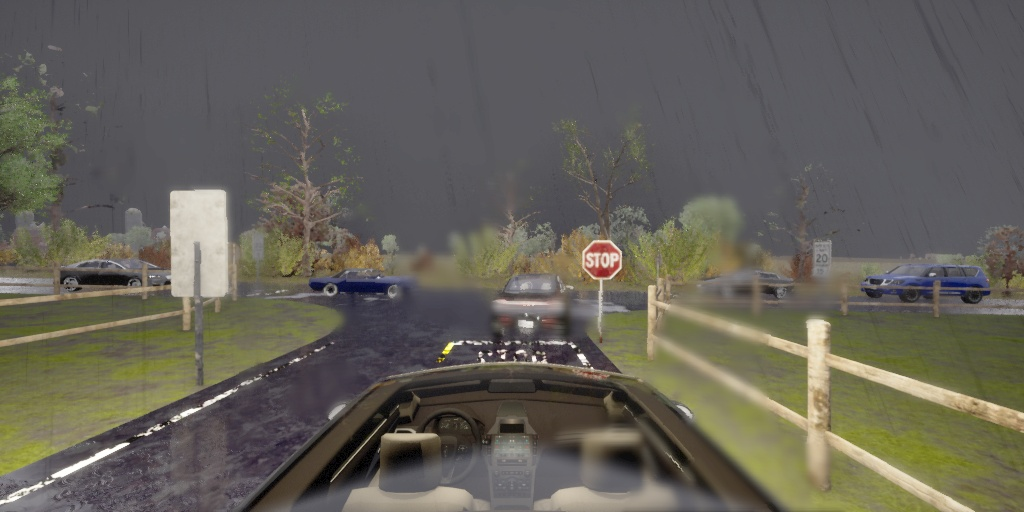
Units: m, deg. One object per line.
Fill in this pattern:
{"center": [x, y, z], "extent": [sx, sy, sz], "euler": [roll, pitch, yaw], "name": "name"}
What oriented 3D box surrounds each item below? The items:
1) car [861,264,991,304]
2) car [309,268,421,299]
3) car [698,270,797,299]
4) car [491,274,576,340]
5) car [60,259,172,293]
{"center": [22.900, 1.466, 19.954], "extent": [5.566, 2.045, 2.150], "euler": [1, 1, 0], "name": "car"}
{"center": [-6.822, 1.248, 17.037], "extent": [4.718, 1.301, 1.895], "euler": [1, 1, 0], "name": "car"}
{"center": [13.004, 1.525, 19.965], "extent": [4.902, 1.511, 2.128], "euler": [1, 1, 0], "name": "car"}
{"center": [0.707, 1.240, 10.006], "extent": [2.128, 1.511, 4.902], "euler": [0, 0, 9], "name": "car"}
{"center": [-18.490, 0.885, 17.054], "extent": [4.902, 1.511, 2.128], "euler": [1, 1, 0], "name": "car"}
